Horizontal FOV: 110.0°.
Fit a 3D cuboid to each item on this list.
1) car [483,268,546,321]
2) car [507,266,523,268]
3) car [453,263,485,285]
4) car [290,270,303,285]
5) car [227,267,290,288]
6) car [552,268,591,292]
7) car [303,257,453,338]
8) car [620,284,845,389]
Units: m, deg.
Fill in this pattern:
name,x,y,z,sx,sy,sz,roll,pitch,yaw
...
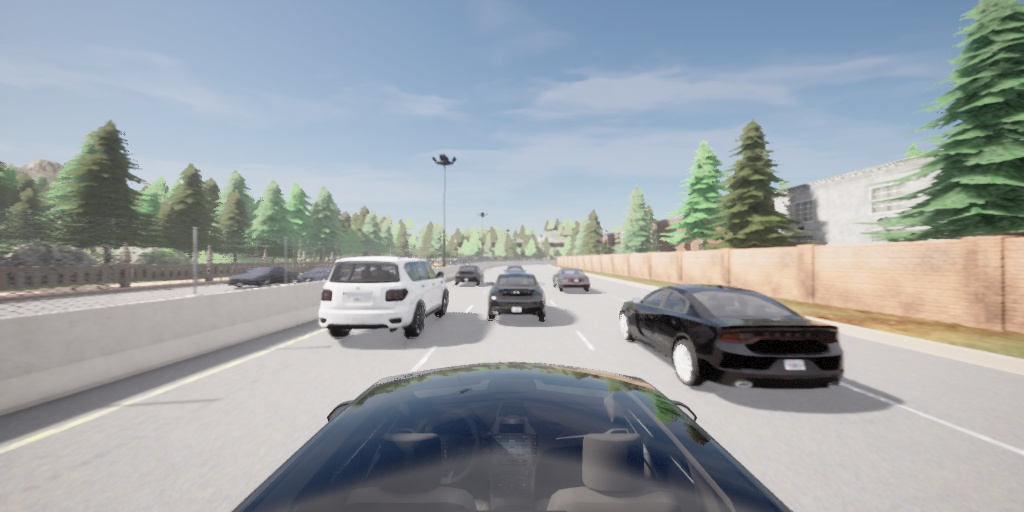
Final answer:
name,x,y,z,sx,sy,sz,roll,pitch,yaw
car,0.154,1.344,12.938,1.837,1.490,4.892,0,-1,0
car,0.236,1.493,29.045,1.812,1.442,4.674,0,0,0
car,-3.258,1.460,28.102,1.837,1.490,4.892,0,0,0
car,-13.962,1.490,26.594,1.994,1.385,4.181,0,0,0
car,-17.470,1.460,25.691,2.033,1.411,5.357,0,0,0
car,3.710,1.473,23.096,2.033,1.411,5.357,0,0,0
car,-3.360,1.039,10.525,2.150,2.045,5.566,0,0,0
car,3.620,1.276,7.051,1.882,1.535,5.008,0,-1,0
